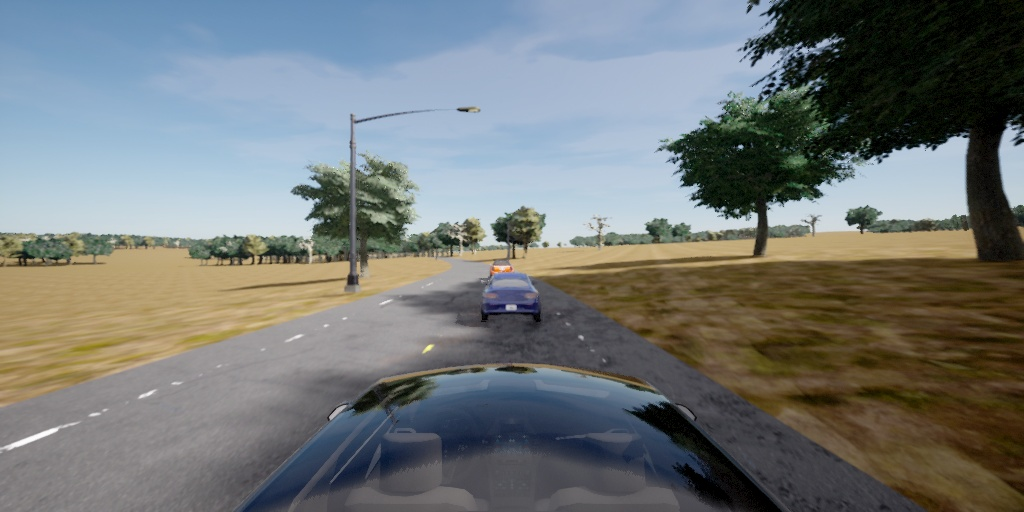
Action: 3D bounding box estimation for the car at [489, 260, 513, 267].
[{"bbox_3d":[-0.970,1.141,32.422,2.097,1.767,4.553,0,0,-4],"label":"car"}]

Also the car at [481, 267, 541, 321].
[{"bbox_3d":[-0.068,1.278,12.326,1.812,1.442,4.674,0,0,-1],"label":"car"}]
